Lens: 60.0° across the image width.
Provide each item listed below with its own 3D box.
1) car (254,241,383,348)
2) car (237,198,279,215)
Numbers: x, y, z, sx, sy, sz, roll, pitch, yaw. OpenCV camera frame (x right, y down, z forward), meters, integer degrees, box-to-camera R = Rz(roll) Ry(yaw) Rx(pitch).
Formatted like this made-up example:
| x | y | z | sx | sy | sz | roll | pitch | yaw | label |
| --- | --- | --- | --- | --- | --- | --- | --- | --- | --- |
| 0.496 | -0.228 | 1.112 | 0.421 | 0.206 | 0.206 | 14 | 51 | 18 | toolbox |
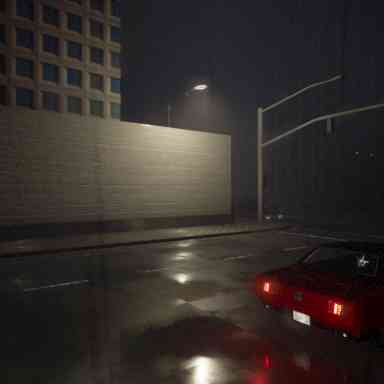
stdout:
| x | y | z | sx | sy | sz | roll | pitch | yaw | label |
| --- | --- | --- | --- | --- | --- | --- | --- | --- | --- |
| 3.467 | 1.601 | 6.259 | 4.718 | 1.301 | 1.895 | 0 | 0 | -35 | car |
| 6.863 | 1.407 | 34.721 | 2.097 | 1.767 | 4.553 | 0 | 0 | -35 | car |
